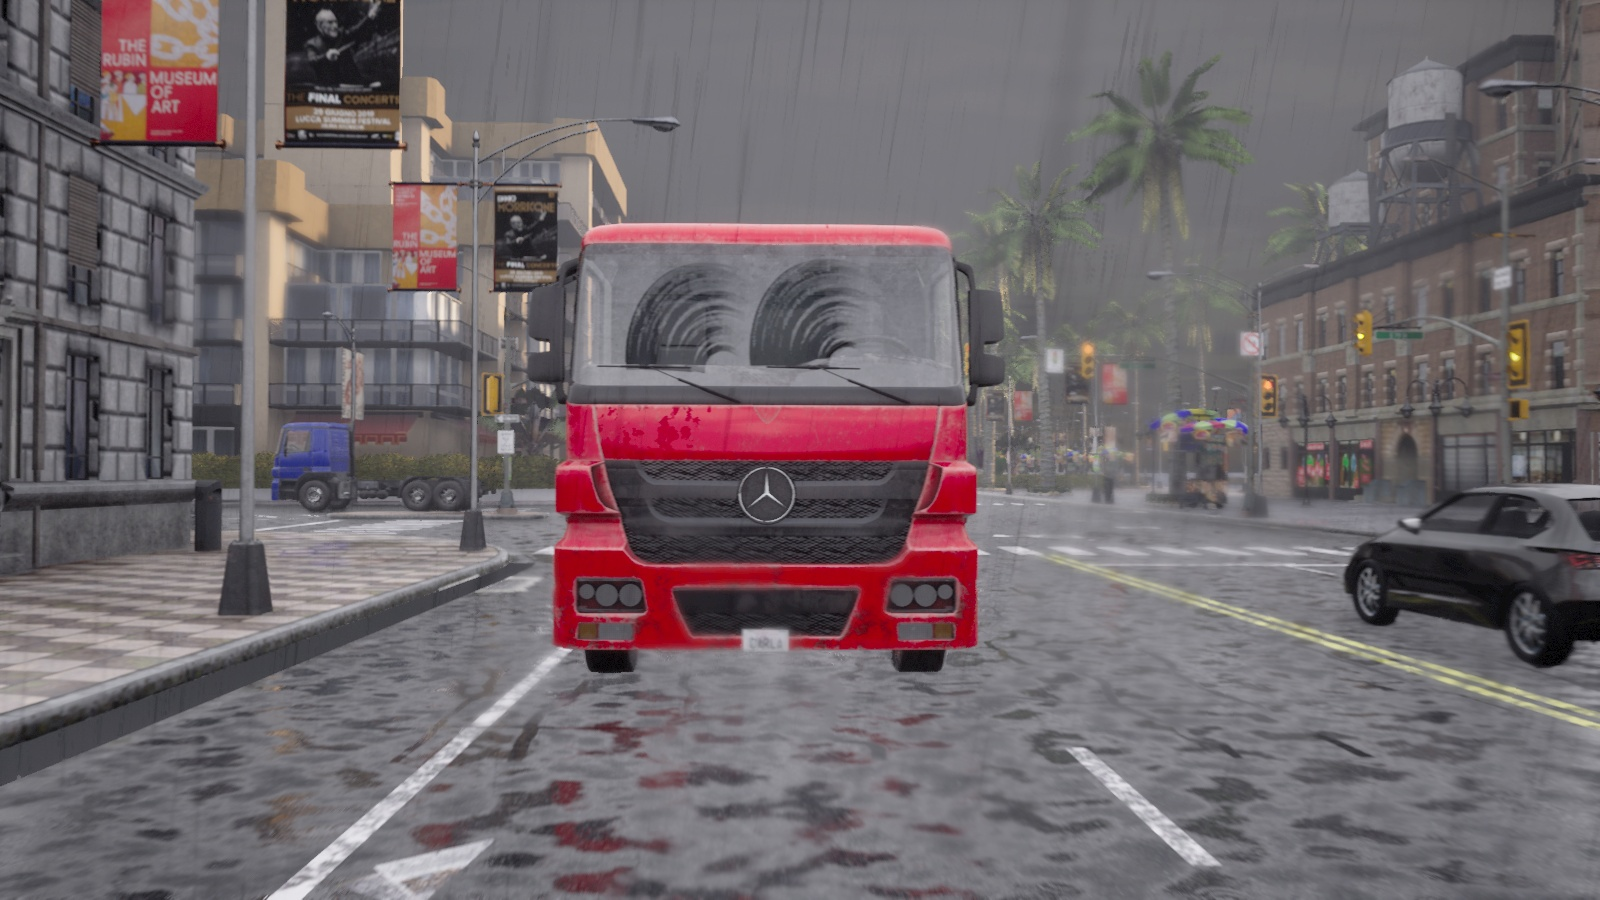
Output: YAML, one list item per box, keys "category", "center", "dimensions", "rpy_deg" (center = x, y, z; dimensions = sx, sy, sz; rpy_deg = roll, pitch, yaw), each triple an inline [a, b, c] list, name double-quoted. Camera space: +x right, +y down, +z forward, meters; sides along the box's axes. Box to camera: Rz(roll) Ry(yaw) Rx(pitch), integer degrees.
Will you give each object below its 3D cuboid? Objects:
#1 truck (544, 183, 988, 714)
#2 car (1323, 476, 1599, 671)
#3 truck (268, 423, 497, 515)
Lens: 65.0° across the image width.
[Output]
- category: "truck"
  center: [-0.330, 0.040, 12.189]
  dimensions: [2.891, 3.462, 7.936]
  rpy_deg: [0, -1, -2]
- category: "car"
  center: [6.754, 0.997, 11.813]
  dimensions: [1.816, 1.474, 4.193]
  rpy_deg: [0, -1, -2]
- category: "truck"
  center: [-16.072, 0.734, 48.746]
  dimensions: [7.936, 3.462, 2.891]
  rpy_deg: [0, -1, -2]
